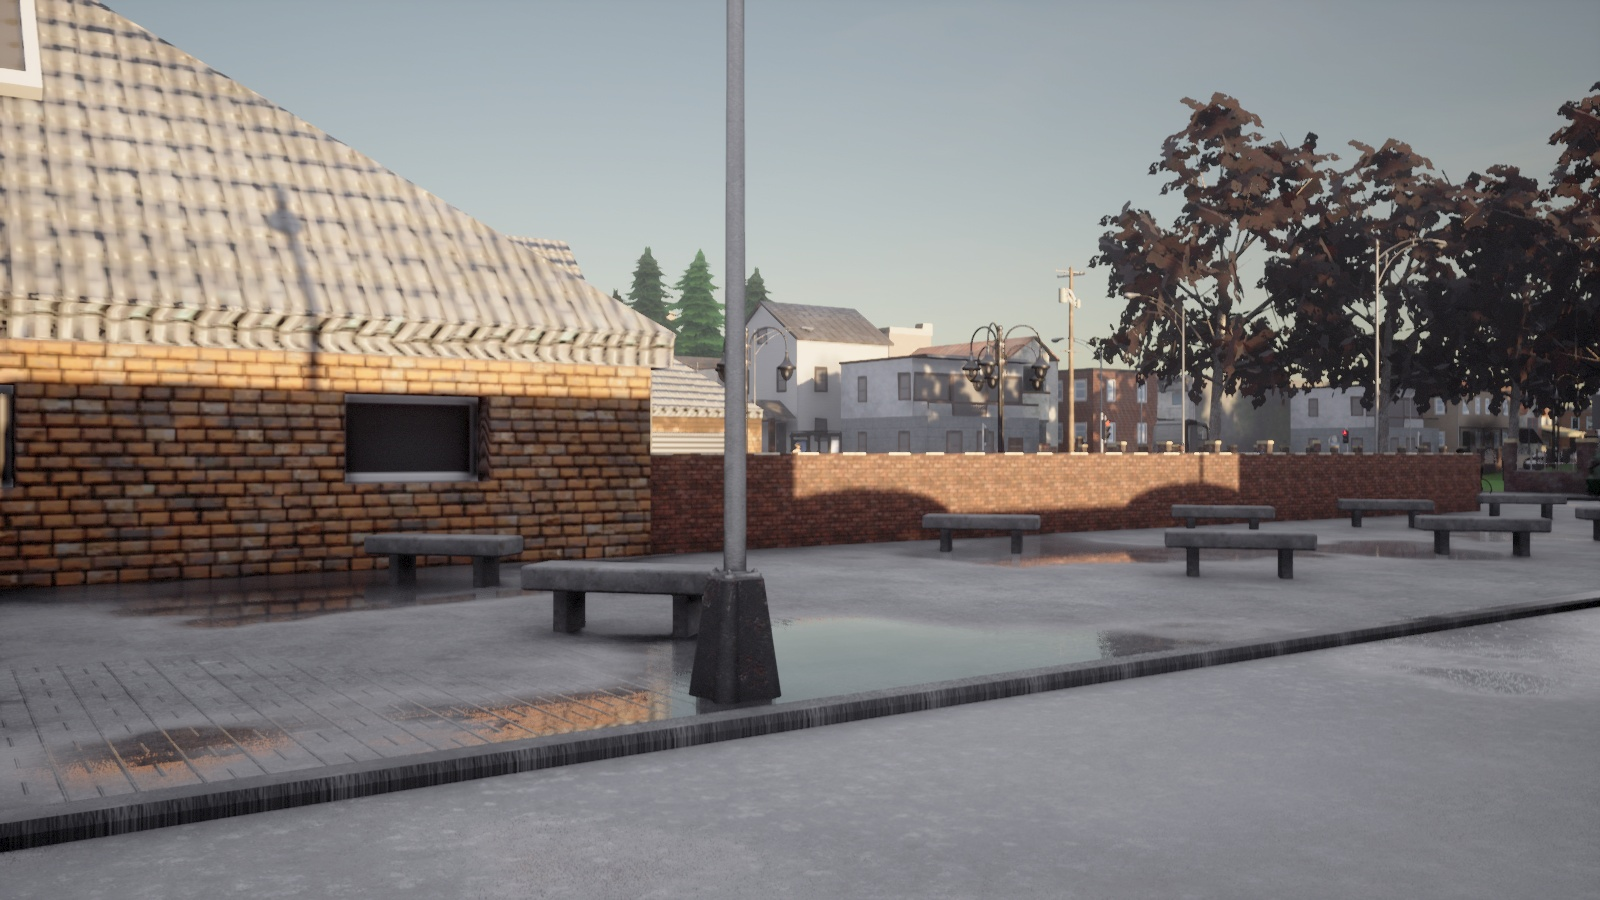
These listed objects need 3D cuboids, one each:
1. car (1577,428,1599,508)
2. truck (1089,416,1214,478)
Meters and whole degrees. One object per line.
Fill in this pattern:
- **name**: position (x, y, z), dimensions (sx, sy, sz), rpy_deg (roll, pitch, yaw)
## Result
- **car**: position (22.636, 0.450, 30.932), dimensions (2.150, 2.045, 5.566), rpy_deg (0, 0, -35)
- **truck**: position (20.806, -0.168, 74.047), dimensions (7.936, 3.462, 2.891), rpy_deg (0, 0, -37)
